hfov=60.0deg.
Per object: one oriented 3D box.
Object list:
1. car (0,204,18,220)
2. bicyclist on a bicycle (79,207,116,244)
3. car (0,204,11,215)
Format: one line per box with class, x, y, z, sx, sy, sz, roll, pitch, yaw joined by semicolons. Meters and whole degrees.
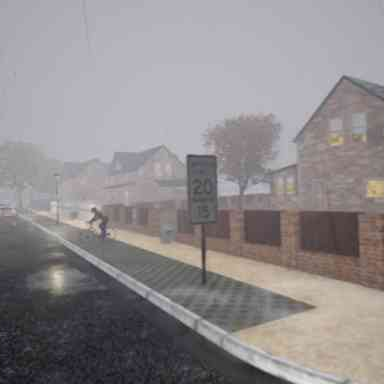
car;-19.963;2.235;35.721;1.812;1.442;4.674;-1;-1;-31
bicyclist on a bicycle;-4.221;1.495;14.924;1.656;1.620;0.582;-2;0;-31
car;-26.844;2.460;47.290;1.812;1.442;4.674;-1;0;-31
